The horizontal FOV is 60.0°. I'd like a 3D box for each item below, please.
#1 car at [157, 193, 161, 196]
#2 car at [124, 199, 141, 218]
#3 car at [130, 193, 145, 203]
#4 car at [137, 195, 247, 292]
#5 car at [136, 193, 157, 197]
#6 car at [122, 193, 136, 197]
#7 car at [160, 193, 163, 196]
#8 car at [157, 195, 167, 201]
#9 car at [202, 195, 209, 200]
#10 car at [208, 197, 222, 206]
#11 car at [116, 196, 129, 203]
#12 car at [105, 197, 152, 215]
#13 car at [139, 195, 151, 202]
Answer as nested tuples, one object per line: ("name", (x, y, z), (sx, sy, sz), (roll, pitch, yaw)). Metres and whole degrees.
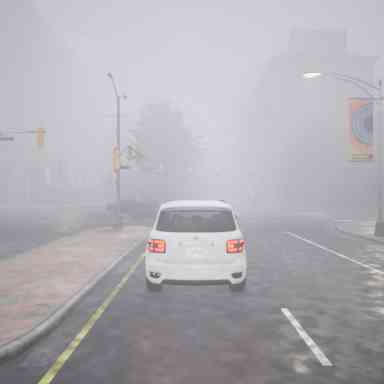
("car", (-7.818, 1.525, 66.824), (1.812, 1.442, 4.674), (0, 0, 1))
("car", (-3.459, 1.564, 29.260), (4.181, 1.385, 1.994), (0, 0, 0))
("car", (-11.285, 1.225, 69.639), (2.150, 2.045, 5.566), (0, 0, 0))
("car", (0.099, 1.221, 9.059), (2.150, 2.045, 5.566), (0, 0, 0))
("car", (-7.902, 1.352, 57.940), (2.097, 1.767, 4.553), (0, 0, 0))
("car", (-11.384, 1.491, 59.720), (2.128, 1.511, 4.902), (0, 0, 1))
("car", (-7.764, 1.225, 76.441), (2.150, 2.045, 5.566), (0, 0, 0))
("car", (-7.733, 1.552, 86.256), (1.994, 1.385, 4.181), (0, 0, 0))
("car", (3.791, 1.552, 93.908), (1.994, 1.385, 4.181), (0, 0, 0))
("car", (3.832, 1.547, 56.961), (2.033, 1.411, 5.357), (0, 0, -1))
("car", (-14.534, 1.595, 69.768), (1.895, 1.301, 4.718), (0, 0, 0))
("car", (-6.070, 1.491, 32.754), (4.902, 1.511, 2.128), (0, 0, 0))
("car", (-11.252, 1.525, 80.077), (2.128, 1.511, 4.902), (0, 0, 0))
